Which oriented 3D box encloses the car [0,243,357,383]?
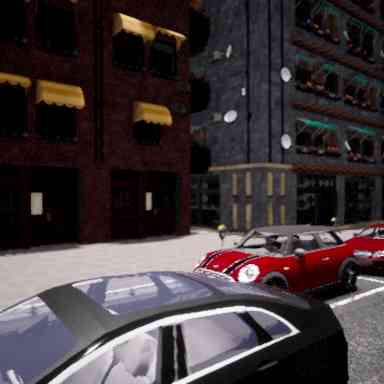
[{"bbox_3d":[-0.720,1.513,2.550,4.902,1.511,2.128,1,-1,-36],"label":"car"}]

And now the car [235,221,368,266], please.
[{"bbox_3d":[1.938,1.519,7.585,4.097,1.590,1.967,1,-1,-36],"label":"car"}]

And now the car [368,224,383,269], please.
[{"bbox_3d":[6.402,1.713,10.879,4.206,1.307,1.802,1,-1,-36],"label":"car"}]
